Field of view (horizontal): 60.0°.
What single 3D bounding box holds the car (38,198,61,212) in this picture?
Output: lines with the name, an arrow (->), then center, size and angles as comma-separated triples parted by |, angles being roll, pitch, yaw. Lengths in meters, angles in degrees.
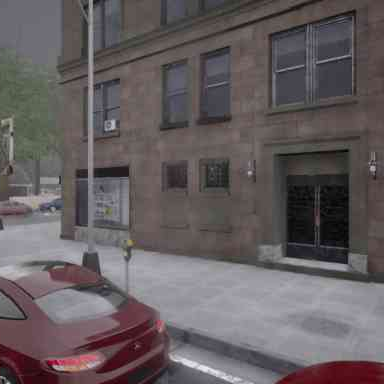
car -> -14.300, 1.340, 36.490 | 1.882, 1.535, 5.008 | 0, 0, 35

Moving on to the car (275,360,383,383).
car -> 2.317, 1.545, 1.166 | 4.507, 1.381, 1.887 | 0, 0, 35

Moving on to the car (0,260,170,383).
car -> -2.181, 1.582, 4.362 | 4.206, 1.307, 1.802 | 0, 0, 35

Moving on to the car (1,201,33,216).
car -> -15.956, 1.470, 28.551 | 1.994, 1.385, 4.181 | 0, 0, 36
